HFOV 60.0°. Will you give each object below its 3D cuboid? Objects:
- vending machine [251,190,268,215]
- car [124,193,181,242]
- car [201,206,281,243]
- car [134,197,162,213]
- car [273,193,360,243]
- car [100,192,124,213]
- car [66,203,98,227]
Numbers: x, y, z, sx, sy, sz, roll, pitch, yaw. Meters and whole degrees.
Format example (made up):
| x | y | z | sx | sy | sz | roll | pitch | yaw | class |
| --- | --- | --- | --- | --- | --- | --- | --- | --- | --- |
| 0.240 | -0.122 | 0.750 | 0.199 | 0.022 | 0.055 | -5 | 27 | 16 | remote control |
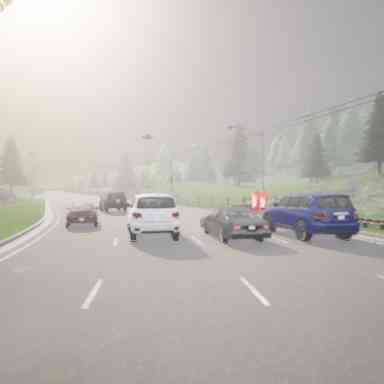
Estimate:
| x | y | z | sx | sy | sz | roll | pitch | yaw | class |
| --- | --- | --- | --- | --- | --- | --- | --- | --- | --- |
| 5.875 | 0.907 | 29.020 | 1.100 | 2.100 | 0.880 | -1 | 0 | -19 | vending machine |
| -1.982 | 1.103 | 16.093 | 2.150 | 2.045 | 5.566 | 0 | 0 | -12 | car |
| 1.808 | 1.406 | 15.262 | 2.033 | 1.411 | 5.357 | -1 | 0 | -12 | car |
| -4.705 | 1.273 | 35.130 | 1.812 | 1.442 | 4.674 | -1 | 1 | -22 | car |
| 5.262 | 1.051 | 15.502 | 2.150 | 2.045 | 5.566 | 0 | 1 | -11 | car |
| -8.118 | 1.005 | 34.288 | 2.150 | 2.045 | 5.566 | -1 | 1 | -23 | car |
| -7.085 | 1.405 | 21.539 | 1.812 | 1.442 | 4.674 | 0 | 1 | -17 | car |
